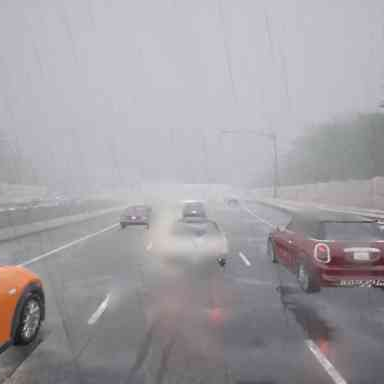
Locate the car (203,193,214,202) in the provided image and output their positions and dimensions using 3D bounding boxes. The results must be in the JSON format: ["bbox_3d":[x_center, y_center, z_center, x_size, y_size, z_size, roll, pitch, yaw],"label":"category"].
[{"bbox_3d":[4.090,1.550,75.716,1.882,1.535,5.008,0,0,1],"label":"car"}]

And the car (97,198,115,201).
[{"bbox_3d":[-13.733,1.621,55.500,1.895,1.301,4.718,0,0,1],"label":"car"}]

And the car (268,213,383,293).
[{"bbox_3d":[3.509,1.342,8.992,2.097,1.767,4.553,0,0,0],"label":"car"}]

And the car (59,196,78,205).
[{"bbox_3d":[-20.725,1.524,55.980,1.837,1.490,4.892,0,0,1],"label":"car"}]

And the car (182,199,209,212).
[{"bbox_3d":[0.189,1.566,28.854,1.994,1.385,4.181,0,0,0],"label":"car"}]

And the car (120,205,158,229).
[{"bbox_3d":[-3.350,1.548,21.683,2.033,1.411,5.357,0,0,0],"label":"car"}]

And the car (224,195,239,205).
[{"bbox_3d":[7.224,1.509,59.501,1.882,1.535,5.008,0,0,3],"label":"car"}]

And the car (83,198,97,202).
[{"bbox_3d":[-17.202,1.624,57.167,1.895,1.301,4.718,0,0,1],"label":"car"}]

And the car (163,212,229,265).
[{"bbox_3d":[0.115,1.601,11.587,1.895,1.301,4.718,0,0,0],"label":"car"}]

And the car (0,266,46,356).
[{"bbox_3d":[-3.397,1.351,3.499,2.097,1.767,4.553,0,0,0],"label":"car"}]

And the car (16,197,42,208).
[{"bbox_3d":[-23.632,1.487,48.312,1.882,1.535,5.008,0,0,-2],"label":"car"}]
